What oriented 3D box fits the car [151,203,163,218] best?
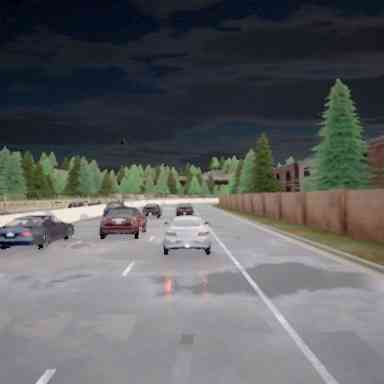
[{"bbox_3d":[-4.271,2.001,35.972,1.837,1.490,4.892,0,-1,-1],"label":"car"}]

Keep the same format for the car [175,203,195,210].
[{"bbox_3d":[-0.775,1.990,36.152,1.837,1.490,4.892,0,-1,-1],"label":"car"}]

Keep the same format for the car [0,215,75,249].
[{"bbox_3d":[-7.267,1.787,15.749,2.033,1.411,5.357,0,-1,-1],"label":"car"}]

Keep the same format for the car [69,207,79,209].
[{"bbox_3d":[-22.605,2.496,65.119,2.033,1.411,5.357,0,-1,-1],"label":"car"}]

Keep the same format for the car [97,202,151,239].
[{"bbox_3d":[-3.859,1.627,19.389,2.097,1.767,4.553,0,-1,-1],"label":"car"}]

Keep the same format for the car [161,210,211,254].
[{"bbox_3d":[-0.236,1.719,14.314,1.812,1.442,4.674,0,-1,-2],"label":"car"}]

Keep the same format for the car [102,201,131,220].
[{"bbox_3d":[-7.736,1.842,34.442,2.097,1.767,4.553,0,-1,-1],"label":"car"}]
